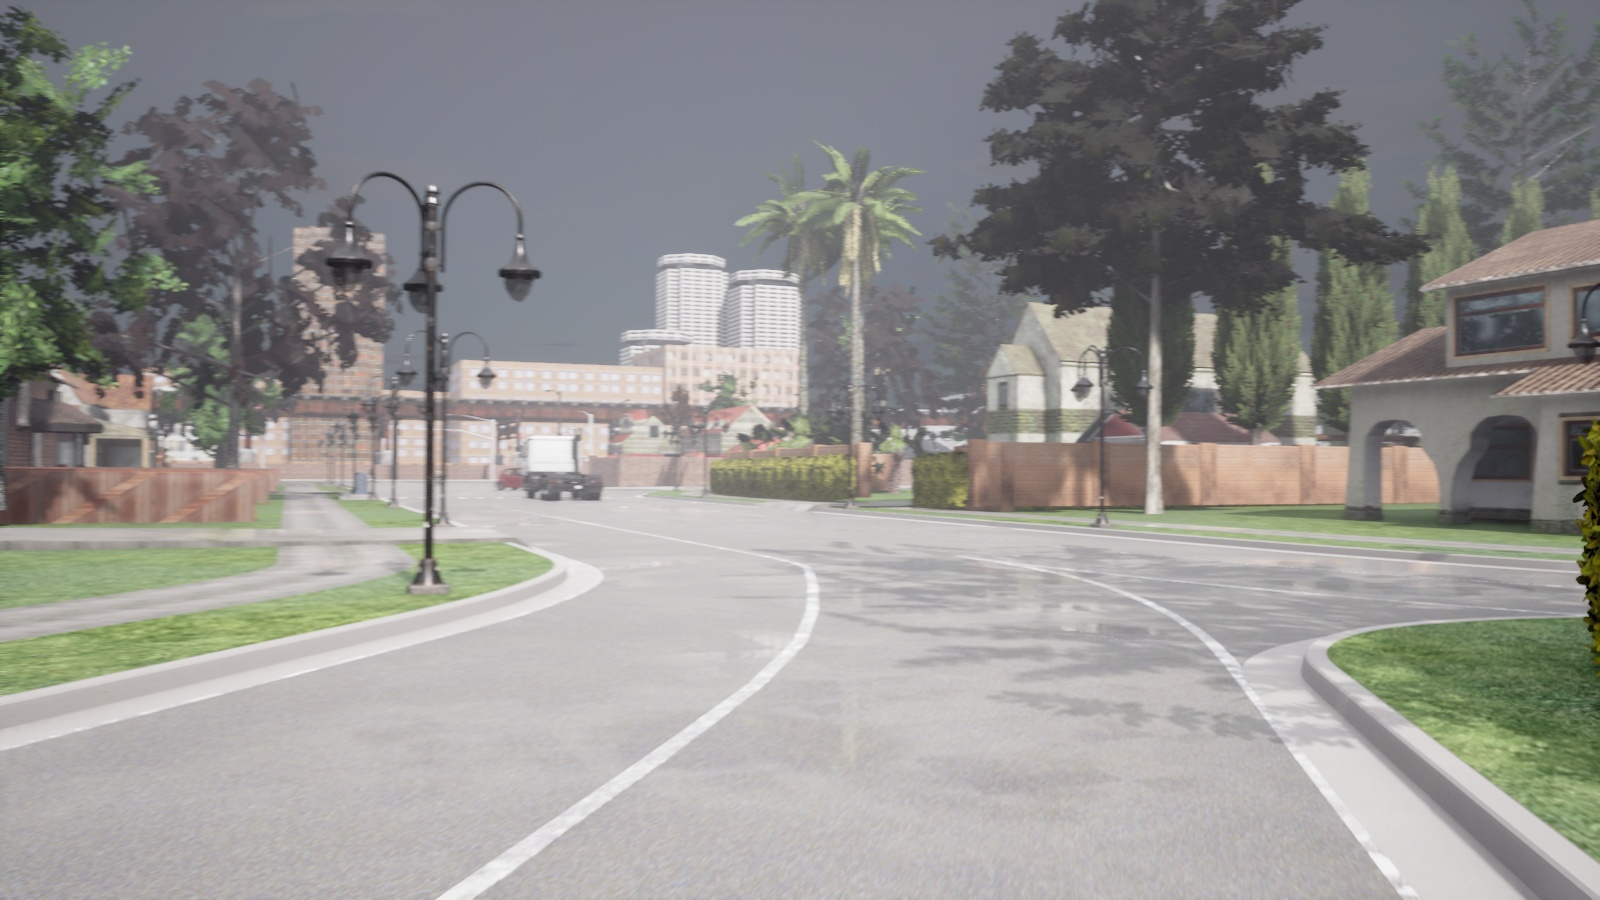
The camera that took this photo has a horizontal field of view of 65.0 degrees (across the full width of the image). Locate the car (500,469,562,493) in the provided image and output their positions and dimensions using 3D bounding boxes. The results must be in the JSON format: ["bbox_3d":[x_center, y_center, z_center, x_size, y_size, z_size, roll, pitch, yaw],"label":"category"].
[{"bbox_3d":[-18.916,2.173,88.420,3.988,1.617,1.851,-1,-1,26],"label":"car"}]

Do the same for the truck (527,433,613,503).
[{"bbox_3d":[-12.131,0.956,65.651,2.891,3.462,7.936,0,-1,-22],"label":"truck"}]
